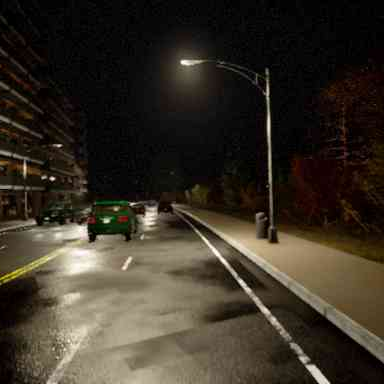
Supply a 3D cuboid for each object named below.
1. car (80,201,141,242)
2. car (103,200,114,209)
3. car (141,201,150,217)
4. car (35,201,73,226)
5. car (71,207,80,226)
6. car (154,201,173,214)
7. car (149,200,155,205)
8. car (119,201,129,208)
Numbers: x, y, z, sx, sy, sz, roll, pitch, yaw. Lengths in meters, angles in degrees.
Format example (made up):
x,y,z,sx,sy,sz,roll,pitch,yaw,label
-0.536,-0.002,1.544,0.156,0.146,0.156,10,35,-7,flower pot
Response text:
x,y,z,sx,sy,sz,roll,pitch,yaw,label
-4.351,1.536,18.740,2.150,2.045,5.566,-2,0,-5,car
-17.509,2.597,69.687,1.882,1.535,5.008,-2,-1,-10,car
-6.279,2.107,38.603,2.033,1.411,5.357,-2,-1,-7,car
-12.088,1.870,29.791,2.150,2.045,5.566,-2,-1,-6,car
-8.785,2.095,29.525,2.033,1.411,5.357,-2,-1,-6,car
-3.530,1.996,42.938,1.882,1.535,5.008,-2,0,-7,car
-9.484,2.560,79.710,2.033,1.411,5.357,-2,0,-11,car
-14.315,2.568,70.285,2.033,1.411,5.357,-2,-1,-10,car
